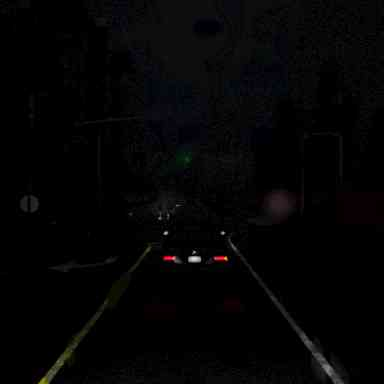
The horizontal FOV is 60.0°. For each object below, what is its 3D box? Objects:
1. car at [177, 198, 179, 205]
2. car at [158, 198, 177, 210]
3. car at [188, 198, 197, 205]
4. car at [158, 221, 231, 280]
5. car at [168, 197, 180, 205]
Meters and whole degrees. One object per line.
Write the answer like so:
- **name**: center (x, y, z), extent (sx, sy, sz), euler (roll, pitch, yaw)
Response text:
- **car**: center (-3.612, 1.843, 55.852), extent (1.895, 1.301, 4.718), euler (0, 0, 0)
- **car**: center (-3.622, 1.691, 45.916), extent (2.128, 1.511, 4.902), euler (0, 0, 0)
- **car**: center (0.060, 1.892, 67.268), extent (1.895, 1.301, 4.718), euler (0, 0, 0)
- **car**: center (0.072, 1.592, 10.095), extent (2.033, 1.411, 5.357), euler (0, 0, 0)
- **car**: center (-3.541, 1.836, 66.500), extent (2.033, 1.411, 5.357), euler (0, 0, 0)
